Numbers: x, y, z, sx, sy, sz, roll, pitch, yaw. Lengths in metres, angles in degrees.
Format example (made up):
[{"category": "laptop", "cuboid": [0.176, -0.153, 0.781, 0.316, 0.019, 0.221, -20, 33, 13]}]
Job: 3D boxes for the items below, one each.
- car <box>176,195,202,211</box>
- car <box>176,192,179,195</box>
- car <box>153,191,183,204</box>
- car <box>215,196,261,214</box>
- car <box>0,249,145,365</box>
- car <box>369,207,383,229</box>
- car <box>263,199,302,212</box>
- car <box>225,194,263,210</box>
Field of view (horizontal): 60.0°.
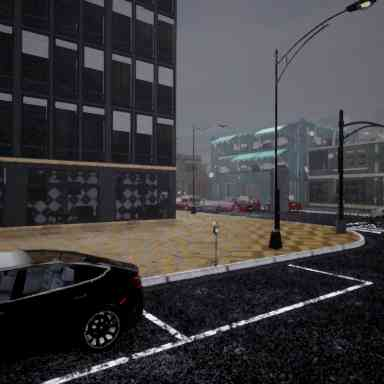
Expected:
[{"category": "car", "cuboid": [-0.765, 1.230, 33.686, 1.802, 1.307, 4.206, 1, 0, -36]}, {"category": "car", "cuboid": [-0.559, 1.100, 47.586, 2.008, 1.369, 4.403, 1, 0, -36]}, {"category": "car", "cuboid": [-3.831, 0.793, 52.060, 2.192, 1.841, 5.009, 1, 0, -36]}, {"category": "car", "cuboid": [4.064, 1.283, 31.470, 1.994, 1.385, 4.181, 0, 0, -36]}, {"category": "car", "cuboid": [-2.753, 1.566, 4.592, 4.313, 1.339, 1.947, 0, 0, -35]}, {"category": "car", "cuboid": [12.117, 1.457, 18.149, 2.128, 1.511, 4.902, 1, 1, -17]}, {"category": "car", "cuboid": [9.273, 1.340, 34.163, 1.802, 1.307, 4.206, 1, 0, -36]}, {"category": "car", "cuboid": [5.997, 1.130, 38.639, 1.967, 1.590, 4.097, 1, 0, -36]}]
